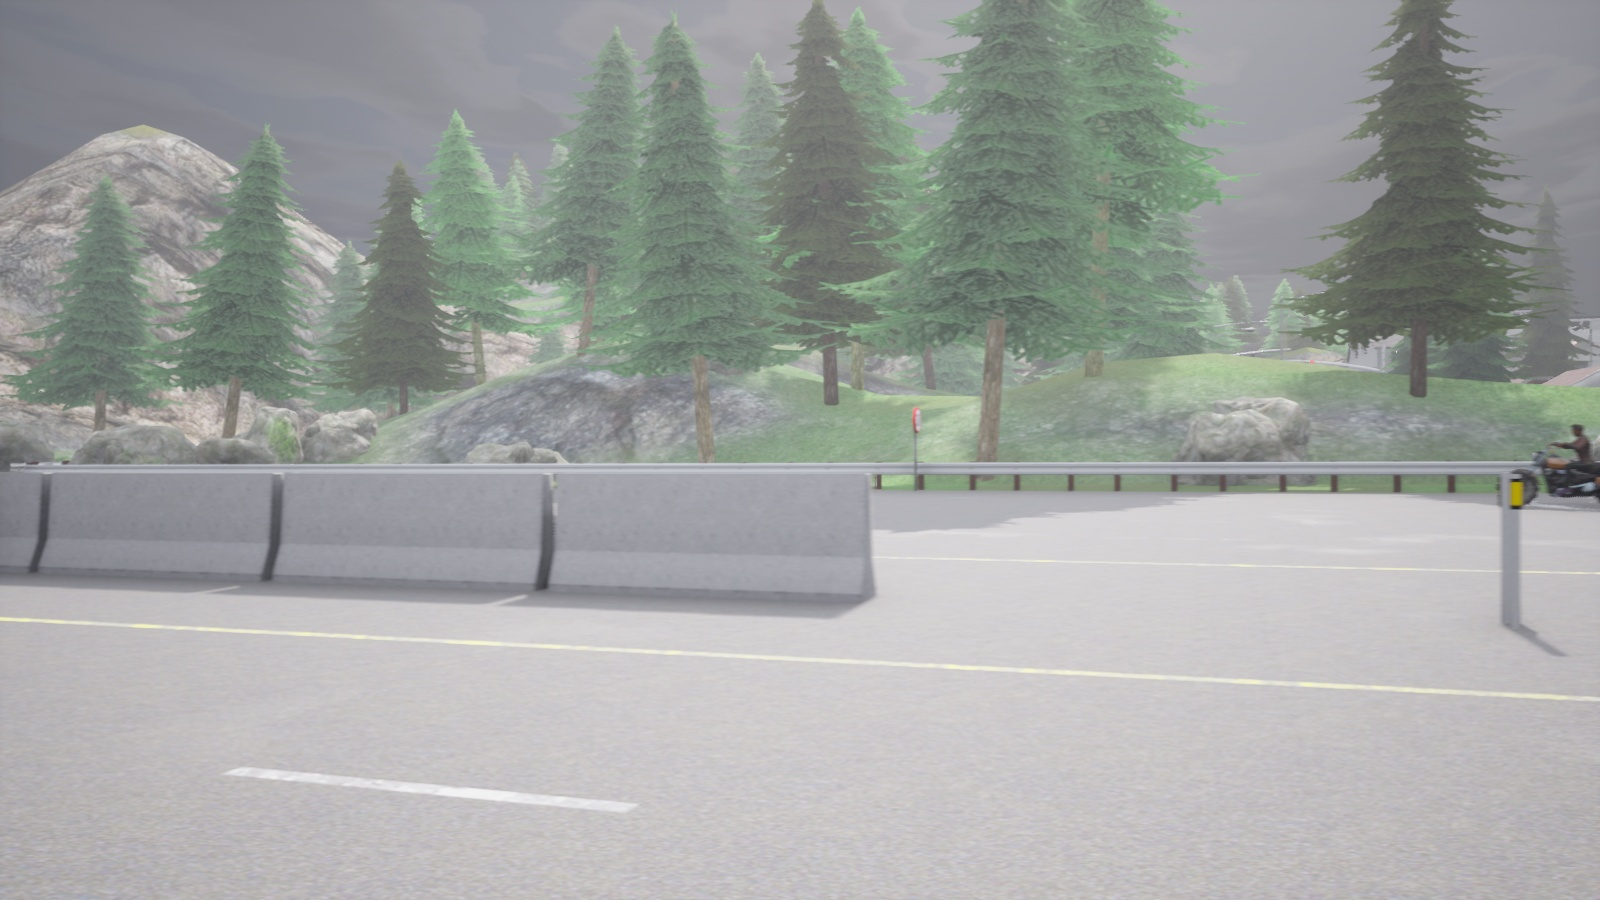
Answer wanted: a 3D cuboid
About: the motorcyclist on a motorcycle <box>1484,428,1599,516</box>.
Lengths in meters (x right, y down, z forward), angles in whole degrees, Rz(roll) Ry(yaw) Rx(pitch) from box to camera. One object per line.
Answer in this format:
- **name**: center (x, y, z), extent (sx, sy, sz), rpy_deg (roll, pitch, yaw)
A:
- **motorcyclist on a motorcycle**: center (14.548, 0.409, 24.146), extent (2.350, 1.649, 0.766), rpy_deg (0, 1, 19)
